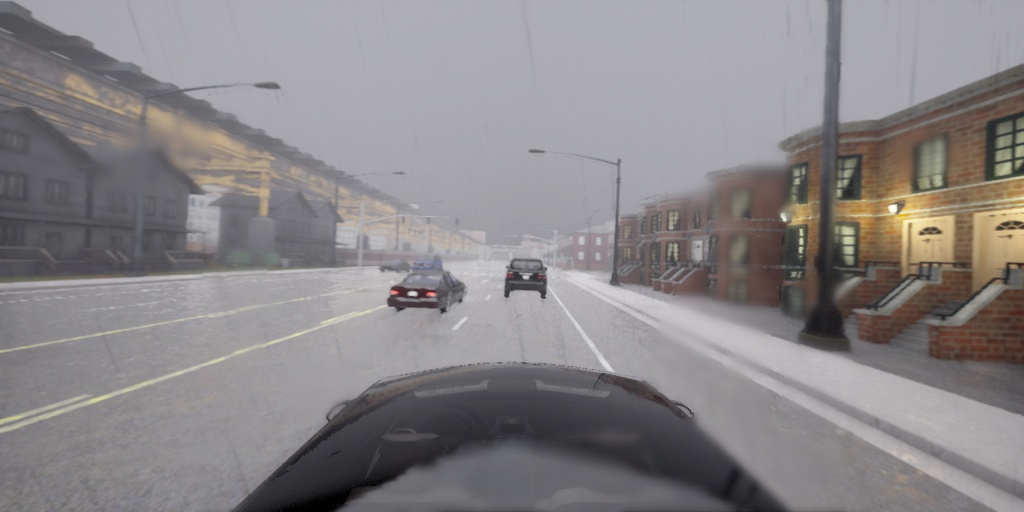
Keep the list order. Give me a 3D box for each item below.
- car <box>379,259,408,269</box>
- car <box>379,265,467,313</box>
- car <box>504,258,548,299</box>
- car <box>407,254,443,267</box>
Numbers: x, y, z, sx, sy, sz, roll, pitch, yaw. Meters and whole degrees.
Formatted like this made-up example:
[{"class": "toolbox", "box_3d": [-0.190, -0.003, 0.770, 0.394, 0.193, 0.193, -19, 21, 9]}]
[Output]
[{"class": "car", "box_3d": [-12.490, 1.055, 38.763, 2.033, 1.411, 5.357, 2, 0, 3]}, {"class": "car", "box_3d": [-3.028, 1.260, 13.771, 2.033, 1.411, 5.357, 2, 0, 2]}, {"class": "car", "box_3d": [0.778, 1.134, 19.915, 2.150, 2.045, 5.566, 2, 0, 3]}, {"class": "car", "box_3d": [-8.982, 0.865, 38.636, 2.150, 2.045, 5.566, 2, -1, 3]}]
